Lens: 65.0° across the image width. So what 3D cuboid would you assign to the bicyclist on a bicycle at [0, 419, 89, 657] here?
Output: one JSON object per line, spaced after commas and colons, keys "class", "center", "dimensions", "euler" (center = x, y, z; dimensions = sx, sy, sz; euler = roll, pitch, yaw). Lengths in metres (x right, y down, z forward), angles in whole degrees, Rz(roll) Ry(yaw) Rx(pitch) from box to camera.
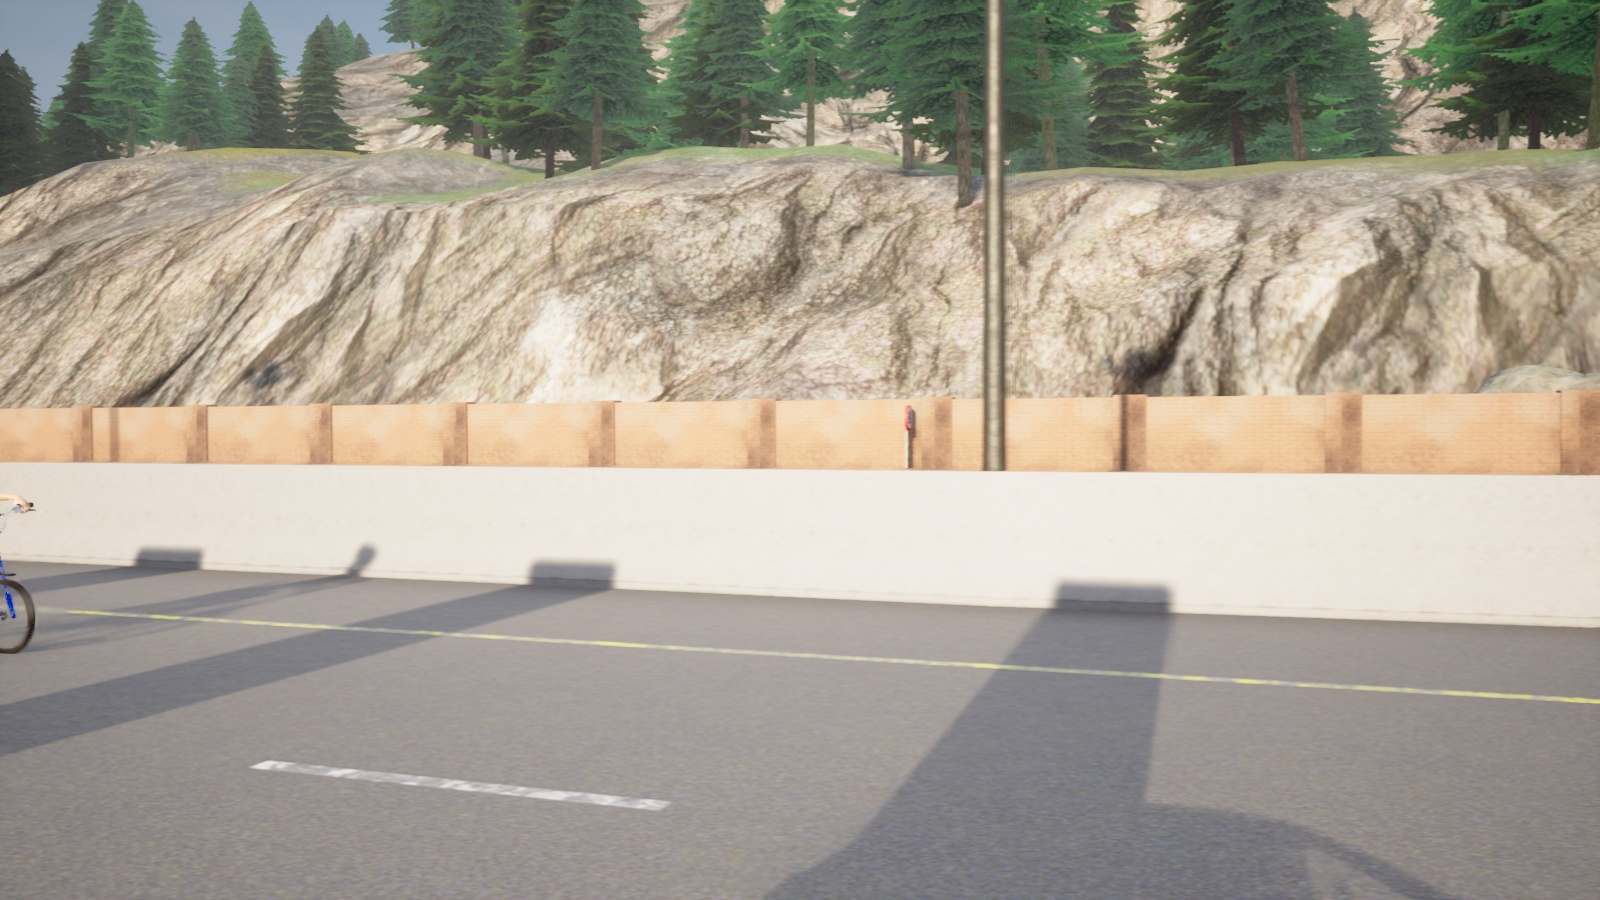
{"class": "bicyclist on a bicycle", "center": [-6.029, 0.583, 8.973], "dimensions": [1.509, 1.612, 0.866], "euler": [1, 1, 20]}
